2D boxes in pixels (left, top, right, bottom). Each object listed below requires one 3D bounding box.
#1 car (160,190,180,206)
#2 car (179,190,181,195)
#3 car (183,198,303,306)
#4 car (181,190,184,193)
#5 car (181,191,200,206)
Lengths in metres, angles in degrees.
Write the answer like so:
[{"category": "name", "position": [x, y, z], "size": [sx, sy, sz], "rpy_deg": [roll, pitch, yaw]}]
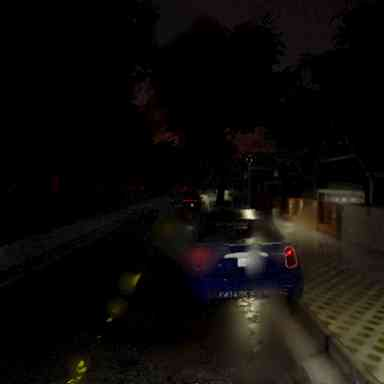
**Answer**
[{"category": "car", "position": [-2.779, 0.885, 41.285], "size": [1.812, 1.442, 4.674], "rpy_deg": [0, 1, 0]}, {"category": "car", "position": [-2.623, 0.275, 79.023], "size": [2.033, 1.411, 5.357], "rpy_deg": [0, 1, 0]}, {"category": "car", "position": [0.942, 1.191, 7.868], "size": [2.097, 1.767, 4.553], "rpy_deg": [-2, 1, 0]}, {"category": "car", "position": [-0.037, 0.638, 45.831], "size": [2.097, 1.767, 4.553], "rpy_deg": [0, 1, 2]}, {"category": "car", "position": [0.061, 0.972, 34.542], "size": [1.837, 1.490, 4.892], "rpy_deg": [0, 1, 1]}]
